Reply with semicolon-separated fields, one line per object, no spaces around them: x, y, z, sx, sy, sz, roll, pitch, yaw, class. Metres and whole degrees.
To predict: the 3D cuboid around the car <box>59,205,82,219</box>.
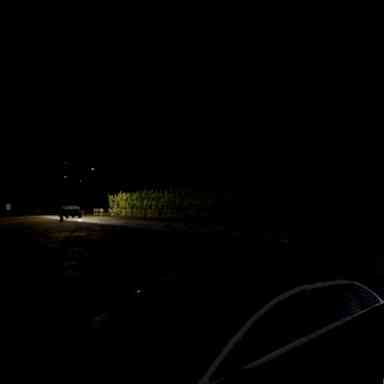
-18.399;2.958;50.193;2.150;2.045;5.566;1;-3;-35;car

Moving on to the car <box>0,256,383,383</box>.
0.388;1.490;3.228;4.902;1.511;2.128;0;0;-36;car

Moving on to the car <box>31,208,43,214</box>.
-39.221;4.764;84.142;2.097;1.767;4.553;1;-3;-35;car
